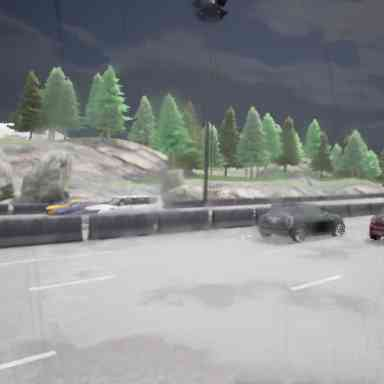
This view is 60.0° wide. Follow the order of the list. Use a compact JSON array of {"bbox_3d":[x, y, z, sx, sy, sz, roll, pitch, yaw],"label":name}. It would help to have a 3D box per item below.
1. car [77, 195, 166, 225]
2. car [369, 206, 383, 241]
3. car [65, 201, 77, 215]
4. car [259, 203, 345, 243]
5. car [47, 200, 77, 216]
[{"bbox_3d":[-4.388,1.218,22.235,5.566,2.045,2.150,0,0,-35],"label":"car"},{"bbox_3d":[10.159,1.309,15.291,4.553,1.767,2.097,0,0,-36],"label":"car"},{"bbox_3d":[-6.375,1.602,25.117,5.357,1.411,2.033,0,0,-35],"label":"car"},{"bbox_3d":[5.424,1.325,16.213,4.553,1.767,2.097,0,0,-35],"label":"car"},{"bbox_3d":[-9.061,1.518,27.511,4.674,1.442,1.812,0,0,-35],"label":"car"}]
